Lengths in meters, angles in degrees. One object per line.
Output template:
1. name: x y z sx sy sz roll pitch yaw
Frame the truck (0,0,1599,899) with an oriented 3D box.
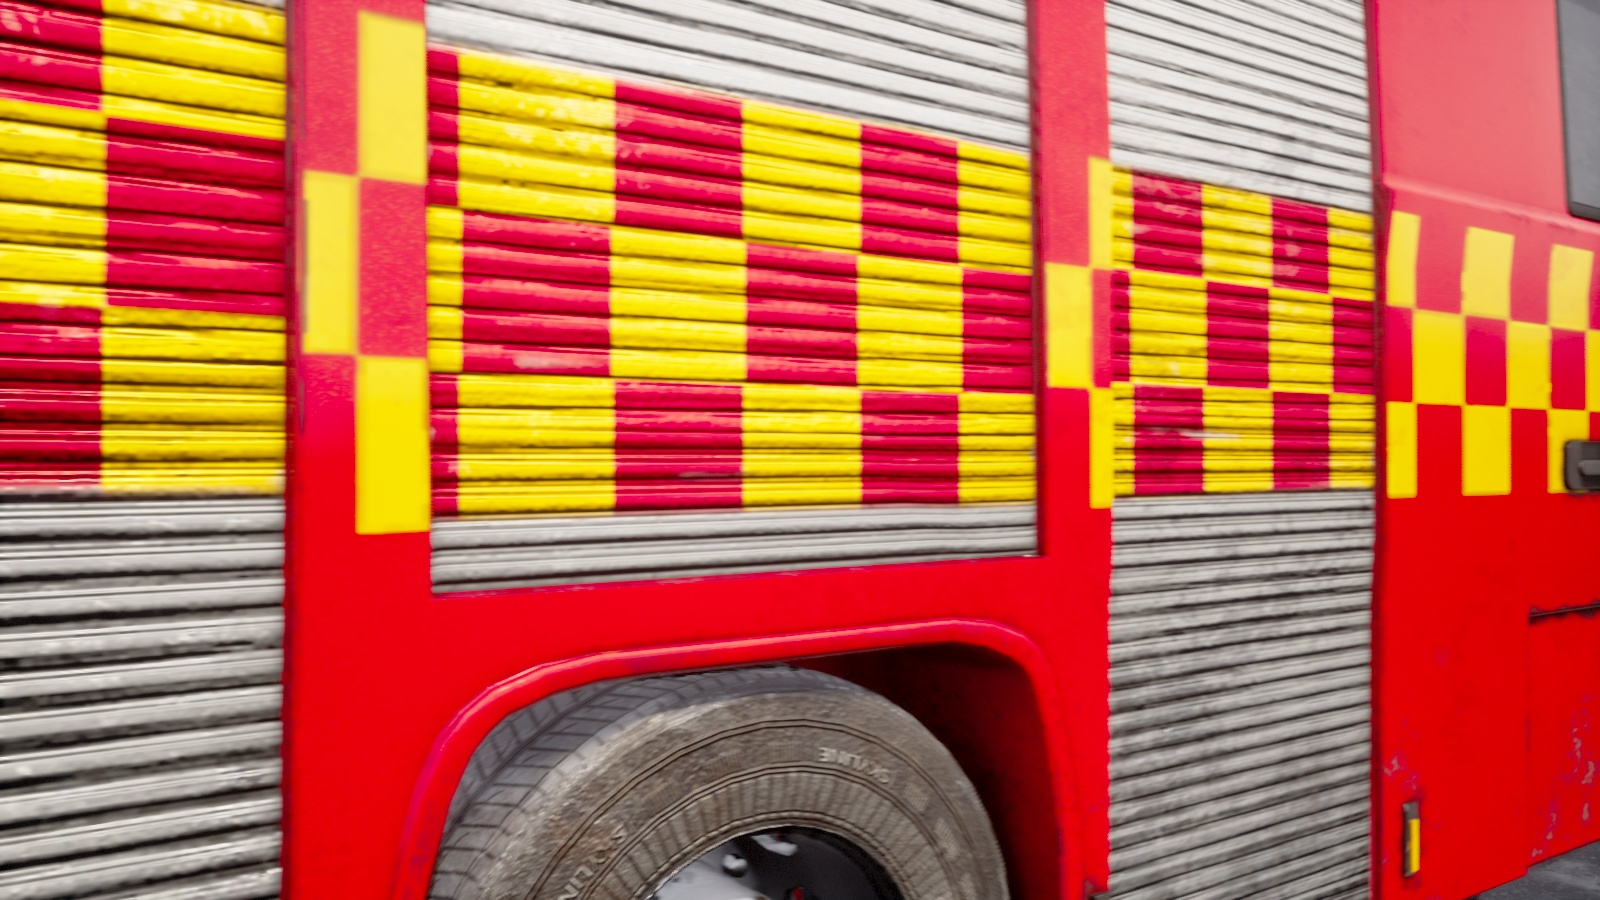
1. truck: 1.418 -0.412 4.658 8.468 3.827 2.891 0 0 -35
